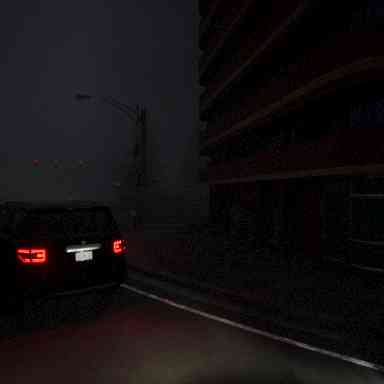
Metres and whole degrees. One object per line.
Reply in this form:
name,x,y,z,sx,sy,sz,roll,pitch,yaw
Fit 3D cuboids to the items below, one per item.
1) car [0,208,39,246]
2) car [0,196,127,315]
car,-8.473,1.564,15.906,1.994,1.385,4.181,0,0,-26
car,-3.610,1.221,7.932,2.150,2.045,5.566,0,0,-40
